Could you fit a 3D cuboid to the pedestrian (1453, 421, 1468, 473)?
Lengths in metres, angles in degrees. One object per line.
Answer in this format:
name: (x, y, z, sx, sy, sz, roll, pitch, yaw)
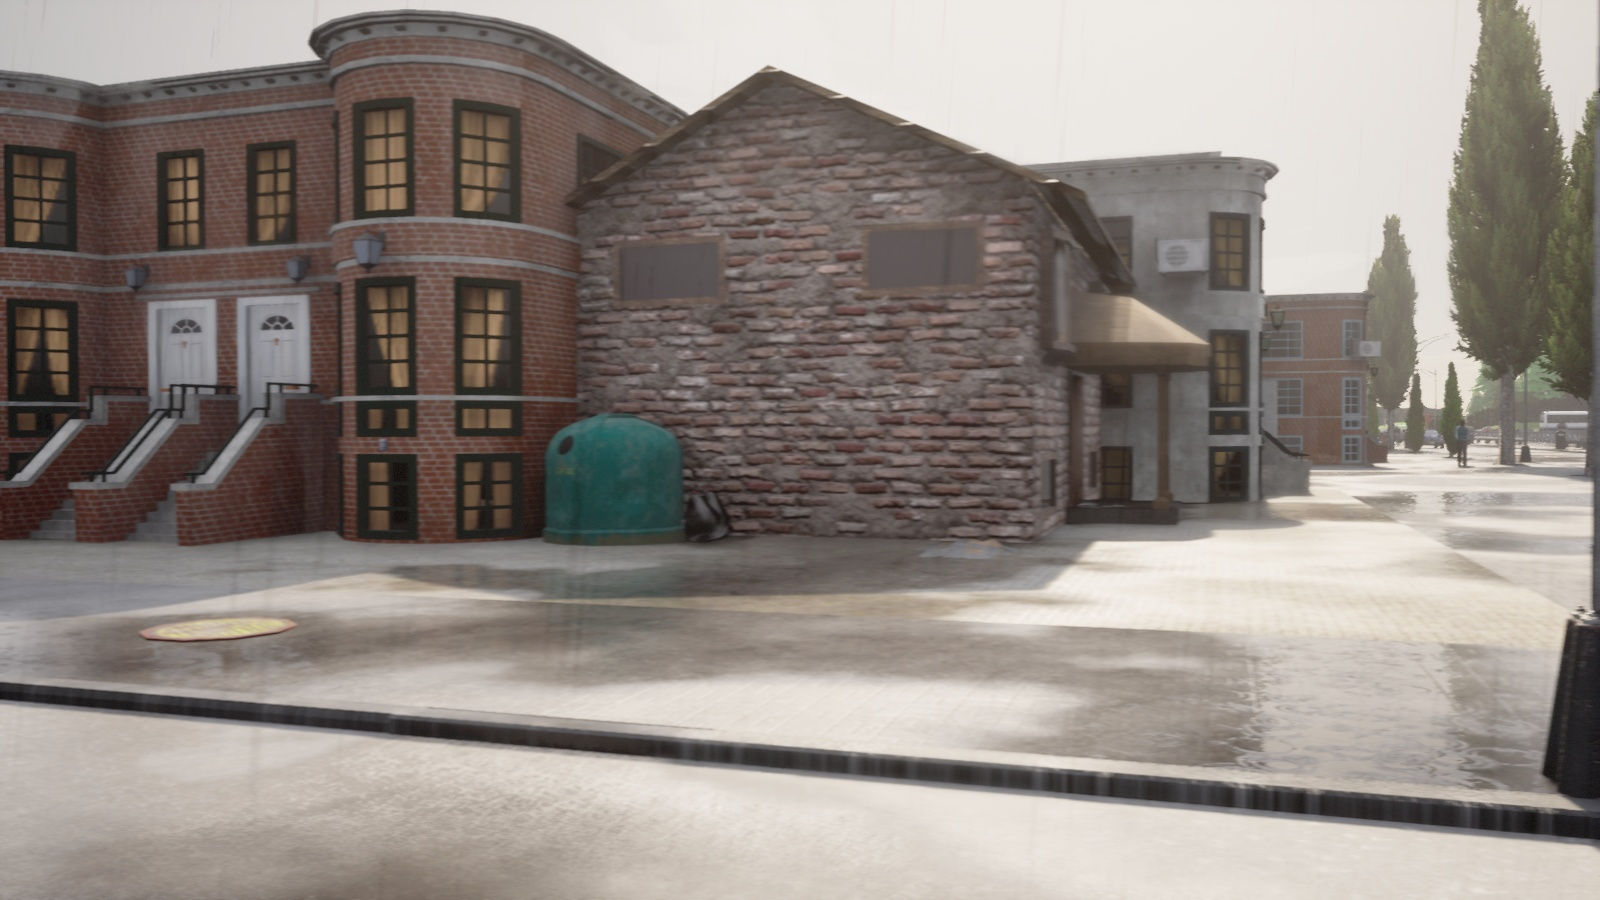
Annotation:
pedestrian: (24.703, -0.130, 46.957, 0.396, 1.930, 0.692, 1, 1, 19)
